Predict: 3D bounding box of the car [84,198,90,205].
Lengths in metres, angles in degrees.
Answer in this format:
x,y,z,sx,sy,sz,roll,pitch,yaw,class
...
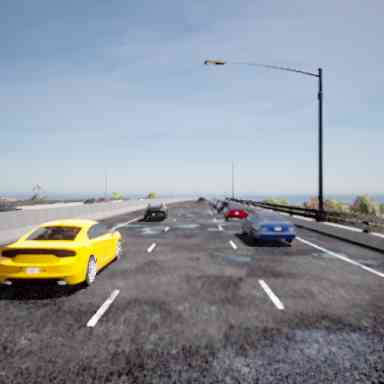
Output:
x,y,z,sx,sy,sz,roll,pitch,yaw,class
-19.725,1.964,65.778,1.837,1.490,4.892,0,0,2,car

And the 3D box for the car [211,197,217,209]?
x,y,z,sx,sy,sz,roll,pitch,yaw,class
4.297,1.880,51.540,1.812,1.442,4.674,0,0,2,car

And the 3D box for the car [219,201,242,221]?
x,y,z,sx,sy,sz,roll,pitch,yaw,class
3.770,1.749,29.701,1.994,1.385,4.181,0,0,1,car

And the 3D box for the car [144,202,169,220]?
x,y,z,sx,sy,sz,roll,pitch,yaw,class
-3.122,1.676,29.724,2.128,1.511,4.902,0,0,1,car

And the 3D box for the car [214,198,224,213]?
x,y,z,sx,sy,sz,roll,pitch,yaw,class
3.998,1.794,40.621,1.812,1.442,4.674,0,0,1,car

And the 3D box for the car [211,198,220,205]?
x,y,z,sx,sy,sz,roll,pitch,yaw,class
5.102,2.028,73.370,1.882,1.535,5.008,0,-1,2,car

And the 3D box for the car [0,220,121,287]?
x,y,z,sx,sy,sz,roll,pitch,yaw,class
-3.363,1.530,9.529,1.882,1.535,5.008,0,0,0,car

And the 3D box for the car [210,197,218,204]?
x,y,z,sx,sy,sz,roll,pitch,yaw,class
5.608,2.095,84.281,2.033,1.649,4.856,0,-1,3,car

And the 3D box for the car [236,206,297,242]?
x,y,z,sx,sy,sz,roll,pitch,yaw,class
3.696,1.647,16.799,2.033,1.411,5.357,0,0,0,car

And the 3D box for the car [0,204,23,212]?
x,y,z,sx,sy,sz,roll,pitch,yaw,class
-13.920,1.616,23.478,1.882,1.535,5.008,0,0,1,car

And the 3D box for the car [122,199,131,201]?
x,y,z,sx,sy,sz,roll,pitch,yaw,class
-12.729,2.024,65.633,1.994,1.385,4.181,0,0,2,car

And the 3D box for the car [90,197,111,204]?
x,y,z,sx,sy,sz,roll,pitch,yaw,class
-16.416,1.783,61.010,2.097,1.767,4.553,0,-1,2,car

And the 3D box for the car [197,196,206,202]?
x,y,z,sx,sy,sz,roll,pitch,yaw,class
2.567,2.142,93.572,1.837,1.490,4.892,0,-1,3,car
